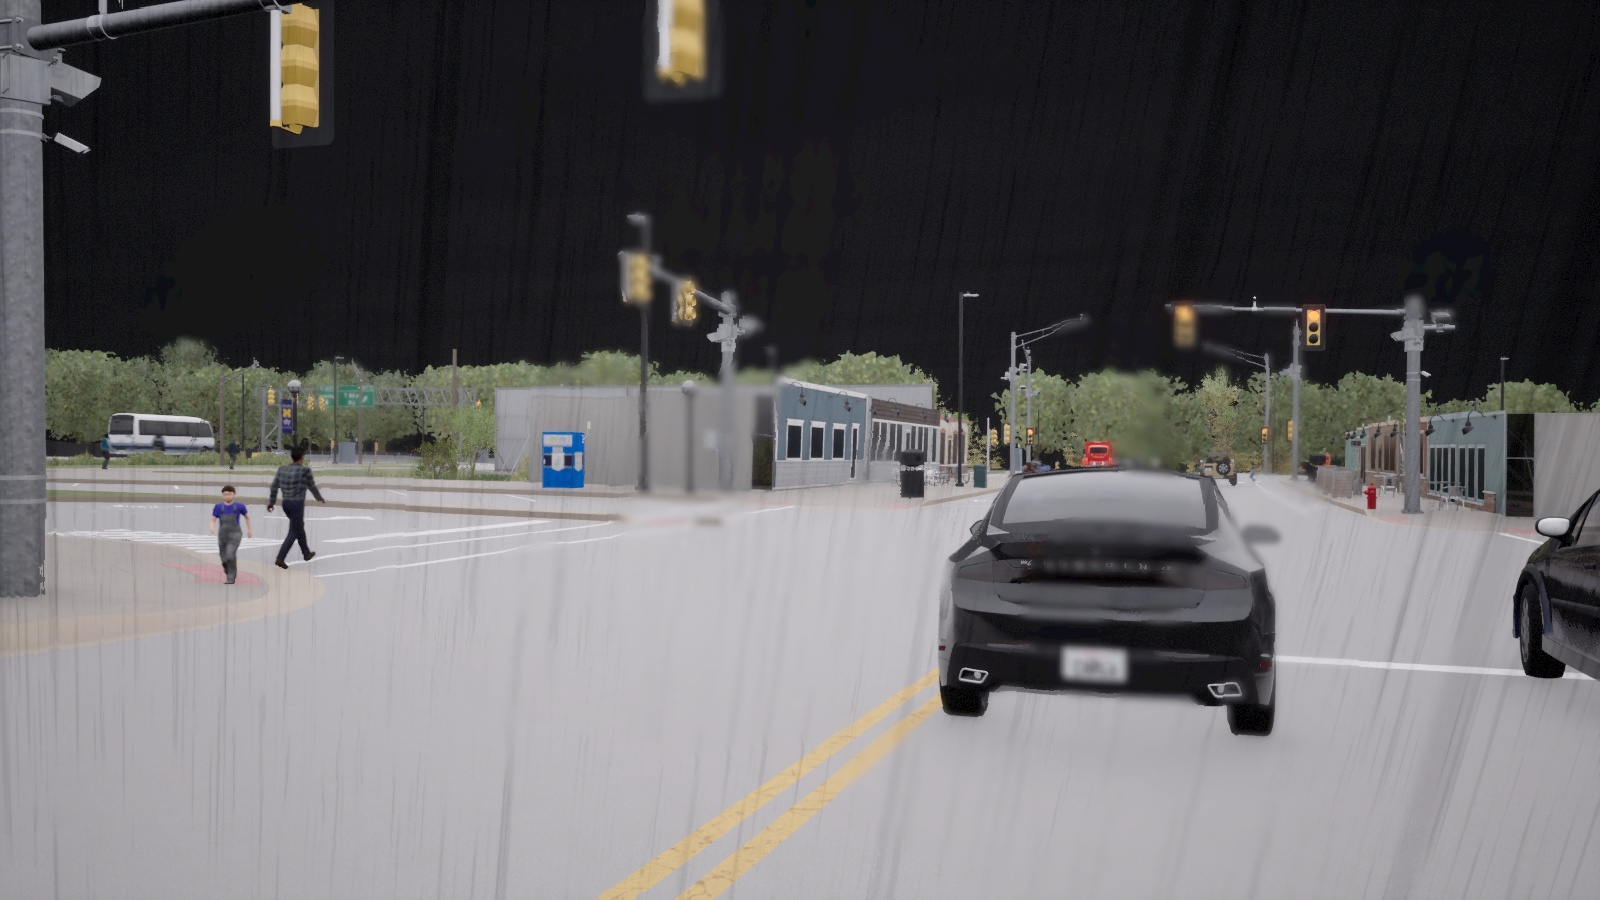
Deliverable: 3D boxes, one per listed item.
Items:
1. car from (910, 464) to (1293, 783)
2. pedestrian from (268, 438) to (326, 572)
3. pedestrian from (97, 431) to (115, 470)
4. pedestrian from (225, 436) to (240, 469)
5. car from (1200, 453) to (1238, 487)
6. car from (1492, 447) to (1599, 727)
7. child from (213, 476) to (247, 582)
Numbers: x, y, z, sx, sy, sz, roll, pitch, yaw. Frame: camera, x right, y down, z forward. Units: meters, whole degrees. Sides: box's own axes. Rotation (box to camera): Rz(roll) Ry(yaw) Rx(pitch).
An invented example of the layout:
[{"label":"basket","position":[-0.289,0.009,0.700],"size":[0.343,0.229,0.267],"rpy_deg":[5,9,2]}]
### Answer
[{"label":"car","position":[2.155,0.886,8.577],"size":[1.837,1.490,4.892],"rpy_deg":[1,-1,17]},{"label":"pedestrian","position":[-7.513,0.799,18.767],"size":[0.423,1.949,0.788],"rpy_deg":[1,1,14]},{"label":"pedestrian","position":[-34.636,0.008,62.655],"size":[0.396,1.930,0.692],"rpy_deg":[1,1,17]},{"label":"pedestrian","position":[-31.955,0.152,70.742],"size":[0.402,1.842,0.726],"rpy_deg":[1,1,20]},{"label":"car","position":[23.680,1.097,71.104],"size":[1.932,1.855,4.605],"rpy_deg":[1,0,17]},{"label":"car","position":[5.806,0.822,7.885],"size":[1.851,1.617,3.988],"rpy_deg":[1,-1,18]},{"label":"child","position":[-6.955,0.955,15.322],"size":[0.270,1.263,0.437],"rpy_deg":[0,1,-10]}]
